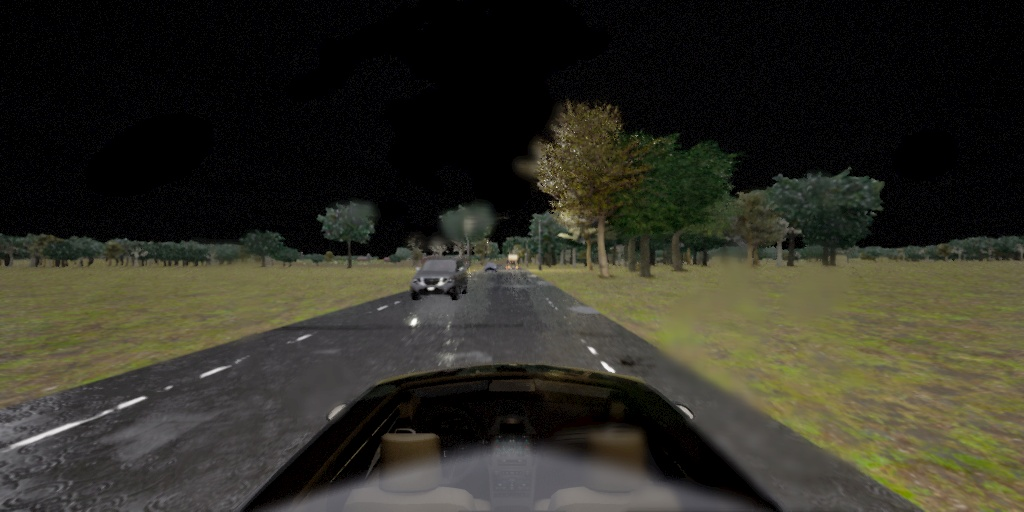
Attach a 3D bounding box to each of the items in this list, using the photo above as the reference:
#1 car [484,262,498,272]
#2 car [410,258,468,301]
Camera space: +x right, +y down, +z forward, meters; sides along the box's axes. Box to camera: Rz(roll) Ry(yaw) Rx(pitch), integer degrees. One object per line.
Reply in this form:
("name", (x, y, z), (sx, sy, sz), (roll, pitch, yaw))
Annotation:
("car", (-3.524, 1.813, 59.936), (2.097, 1.767, 4.553), (0, -1, 1))
("car", (-3.595, 1.121, 18.667), (2.150, 2.045, 5.566), (0, -1, 0))
